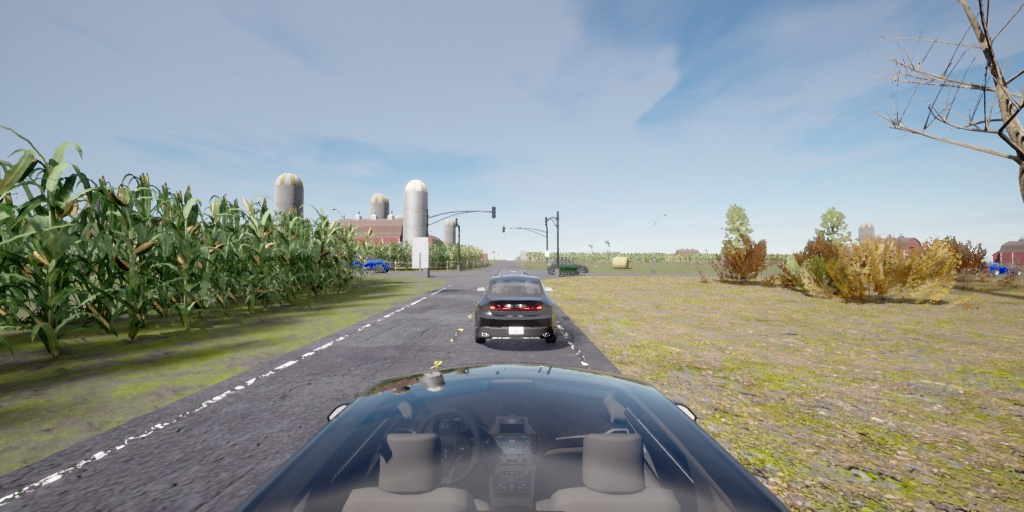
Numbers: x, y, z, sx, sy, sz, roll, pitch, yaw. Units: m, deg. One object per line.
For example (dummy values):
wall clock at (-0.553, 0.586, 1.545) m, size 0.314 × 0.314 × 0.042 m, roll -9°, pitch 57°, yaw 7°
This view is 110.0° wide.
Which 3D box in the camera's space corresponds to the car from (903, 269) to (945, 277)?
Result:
car at (48.561, 1.768, 42.517) m, size 4.181 × 1.385 × 1.994 m, roll 1°, pitch -1°, yaw -5°

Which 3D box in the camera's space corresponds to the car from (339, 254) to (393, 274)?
car at (-15.487, 0.835, 37.900) m, size 5.566 × 2.045 × 2.150 m, roll 1°, pitch -1°, yaw -3°

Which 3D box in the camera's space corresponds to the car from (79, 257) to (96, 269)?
car at (-43.584, 0.744, 36.360) m, size 4.553 × 1.767 × 2.097 m, roll 1°, pitch -1°, yaw -3°

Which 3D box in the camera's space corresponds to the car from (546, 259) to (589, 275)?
car at (6.047, 1.144, 39.255) m, size 4.553 × 1.767 × 2.097 m, roll 1°, pitch -1°, yaw -4°

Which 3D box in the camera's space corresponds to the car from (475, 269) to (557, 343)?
car at (0.080, 1.259, 9.656) m, size 1.837 × 1.490 × 4.892 m, roll 0°, pitch 0°, yaw 0°

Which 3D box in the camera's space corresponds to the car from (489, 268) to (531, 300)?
car at (0.034, 1.360, 18.807) m, size 1.895 × 1.301 × 4.718 m, roll 0°, pitch 0°, yaw 4°
